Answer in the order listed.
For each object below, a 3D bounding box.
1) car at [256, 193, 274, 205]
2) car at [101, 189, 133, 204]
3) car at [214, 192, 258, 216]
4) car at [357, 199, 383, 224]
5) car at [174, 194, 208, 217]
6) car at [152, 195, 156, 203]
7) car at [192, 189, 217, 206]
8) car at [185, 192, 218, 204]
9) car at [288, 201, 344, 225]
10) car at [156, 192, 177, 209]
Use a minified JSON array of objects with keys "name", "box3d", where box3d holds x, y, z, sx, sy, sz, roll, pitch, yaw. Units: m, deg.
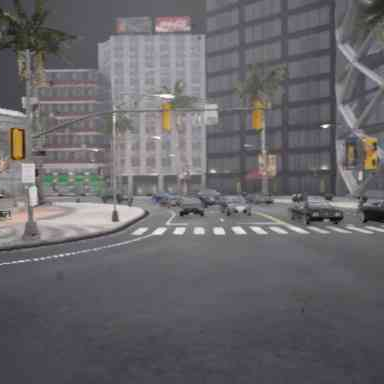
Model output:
[{"name":"car","box3d":[7.706,0.846,40.398,2.033,1.411,5.357,-1,1,-22]},{"name":"car","box3d":[-10.978,0.586,48.285,5.566,2.045,2.150,0,1,40]},{"name":"car","box3d":[3.358,1.046,26.541,2.128,1.511,4.902,-1,1,-4]},{"name":"car","box3d":[10.742,1.103,17.929,2.128,1.511,4.902,-1,1,1]},{"name":"car","box3d":[-0.020,1.136,26.491,2.033,1.411,5.357,-1,1,1]},{"name":"car","box3d":[-3.610,0.808,45.716,1.882,1.535,5.008,-1,1,-37]},{"name":"car","box3d":[1.624,0.644,36.264,2.150,2.045,5.566,-1,1,-19]},{"name":"car","box3d":[1.223,0.783,45.077,2.128,1.511,4.902,-1,1,-32]},{"name":"car","box3d":[7.275,1.213,20.174,1.895,1.301,4.718,-1,1,1]},{"name":"car","box3d":[-2.102,1.028,35.973,1.994,1.385,4.181,-1,1,-22]}]
